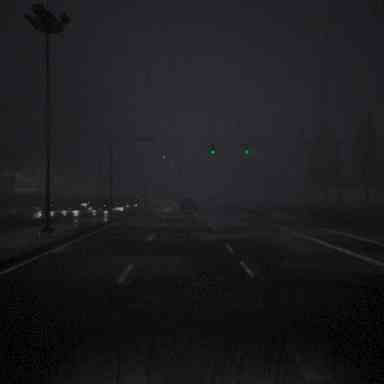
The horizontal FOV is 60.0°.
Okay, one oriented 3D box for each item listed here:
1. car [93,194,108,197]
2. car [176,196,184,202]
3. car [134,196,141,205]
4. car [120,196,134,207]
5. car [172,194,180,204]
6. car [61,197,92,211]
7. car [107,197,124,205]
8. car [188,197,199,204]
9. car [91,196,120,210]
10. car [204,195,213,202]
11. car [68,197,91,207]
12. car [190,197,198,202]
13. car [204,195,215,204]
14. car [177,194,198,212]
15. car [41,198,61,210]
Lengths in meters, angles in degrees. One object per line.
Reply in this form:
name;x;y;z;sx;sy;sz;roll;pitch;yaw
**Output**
car;-15.018;1.412;54.287;2.150;2.045;5.566;0;0;1
car;-2.941;1.752;82.175;1.994;1.385;4.181;0;0;1
car;-11.293;1.576;65.029;2.097;1.767;4.553;0;0;1
car;-11.504;1.682;54.894;2.128;1.511;4.902;0;0;1
car;-3.150;1.461;71.783;2.150;2.045;5.566;0;0;1
car;-15.291;1.663;44.575;1.837;1.490;4.892;0;0;2
car;-14.802;1.702;64.629;1.882;1.535;5.008;0;0;1
car;0.357;1.760;72.071;2.128;1.511;4.902;0;0;1
car;-11.771;1.664;45.524;1.837;1.490;4.892;0;0;2
car;4.058;1.549;82.026;2.097;1.767;4.553;0;0;1
car;-18.504;1.673;54.983;1.882;1.535;5.008;0;0;1
car;0.560;1.793;82.163;1.895;1.301;4.718;0;0;1
car;3.855;1.587;71.951;2.097;1.767;4.553;0;0;1
car;-0.299;1.488;40.707;2.097;1.767;4.553;0;0;1
car;-18.766;1.641;45.515;1.882;1.535;5.008;0;0;2
